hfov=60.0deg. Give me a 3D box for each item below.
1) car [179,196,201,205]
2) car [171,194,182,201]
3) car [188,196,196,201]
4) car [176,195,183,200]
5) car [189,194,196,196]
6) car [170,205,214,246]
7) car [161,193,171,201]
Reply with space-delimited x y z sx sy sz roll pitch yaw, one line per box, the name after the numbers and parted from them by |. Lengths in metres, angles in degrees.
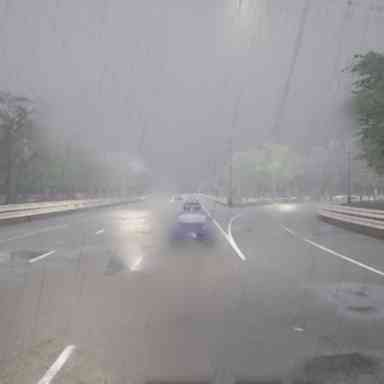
0.009 1.524 35.851 2.128 1.511 4.902 0 0 0 | car
-3.479 1.499 85.419 2.097 1.767 4.553 0 0 0 | car
0.021 1.706 87.495 1.994 1.385 4.181 0 0 0 | car
-3.477 1.611 95.485 1.895 1.301 4.718 0 0 0 | car
0.016 1.622 63.007 2.033 1.411 5.357 0 0 0 | car
0.003 1.540 15.174 1.812 1.442 4.674 0 0 0 | car
-6.979 1.668 85.450 1.812 1.442 4.674 0 0 0 | car
